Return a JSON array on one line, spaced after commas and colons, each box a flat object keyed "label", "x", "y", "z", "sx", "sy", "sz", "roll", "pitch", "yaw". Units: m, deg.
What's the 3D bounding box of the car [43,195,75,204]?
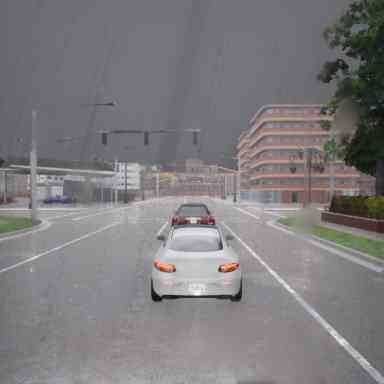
[{"label": "car", "x": -23.437, "y": 1.295, "z": 57.889, "sx": 4.611, "sy": 1.667, "sz": 2.242, "roll": 0, "pitch": 0, "yaw": 1}]

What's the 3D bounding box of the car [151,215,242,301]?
[{"label": "car", "x": 0.087, "y": 1.526, "z": 8.188, "sx": 1.812, "sy": 1.442, "sz": 4.674, "roll": 0, "pitch": 0, "yaw": 0}]

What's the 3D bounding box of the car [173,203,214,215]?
[{"label": "car", "x": 0.064, "y": 1.352, "z": 17.181, "sx": 2.097, "sy": 1.767, "sz": 4.553, "roll": 0, "pitch": 0, "yaw": 0}]

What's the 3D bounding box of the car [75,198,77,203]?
[{"label": "car", "x": -24.167, "y": 1.456, "z": 63.639, "sx": 3.806, "sy": 1.475, "sz": 1.970, "roll": 0, "pitch": 0, "yaw": 1}]
